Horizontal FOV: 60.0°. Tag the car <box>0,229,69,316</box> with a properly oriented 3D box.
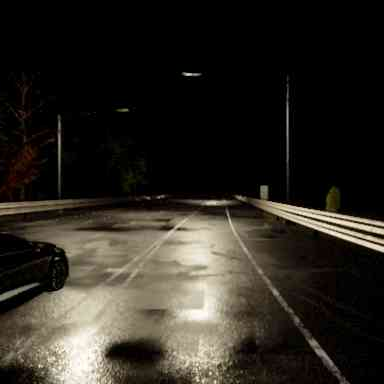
[{"bbox_3d":[-4.079,1.430,6.083,2.033,1.649,4.856,0,0,5],"label":"car"}]
